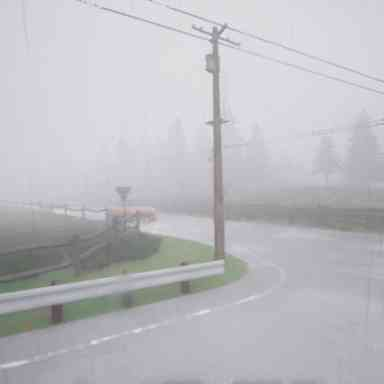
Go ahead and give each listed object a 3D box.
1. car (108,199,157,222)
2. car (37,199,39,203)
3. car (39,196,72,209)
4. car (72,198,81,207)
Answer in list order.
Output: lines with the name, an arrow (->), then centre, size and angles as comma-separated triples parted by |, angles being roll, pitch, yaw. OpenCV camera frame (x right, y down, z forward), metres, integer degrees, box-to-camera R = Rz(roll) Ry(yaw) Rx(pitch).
car -> -4.459, 1.303, 24.667 | 2.097, 1.767, 4.553 | -2, 1, -37
car -> -23.749, 1.444, 54.182 | 1.837, 1.490, 4.892 | -2, 1, -42
car -> -16.807, 1.549, 40.843 | 1.994, 1.385, 4.181 | -2, 1, -39
car -> -17.484, 1.508, 46.929 | 1.895, 1.301, 4.718 | -2, 1, -39
